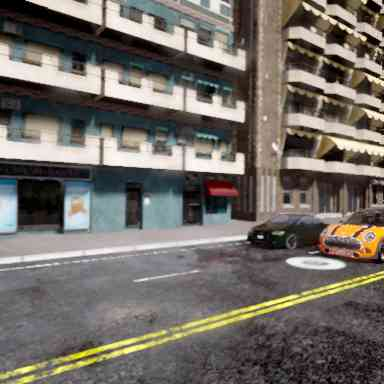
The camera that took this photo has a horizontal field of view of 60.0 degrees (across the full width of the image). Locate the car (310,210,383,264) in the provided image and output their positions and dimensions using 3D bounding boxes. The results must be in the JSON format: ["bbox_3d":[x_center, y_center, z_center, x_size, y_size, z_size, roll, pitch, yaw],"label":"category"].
[{"bbox_3d":[6.843,1.469,12.496,4.553,1.767,2.097,1,0,-35],"label":"car"}]

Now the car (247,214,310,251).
[{"bbox_3d":[4.438,1.677,14.779,4.181,1.385,1.994,1,0,-35],"label":"car"}]
